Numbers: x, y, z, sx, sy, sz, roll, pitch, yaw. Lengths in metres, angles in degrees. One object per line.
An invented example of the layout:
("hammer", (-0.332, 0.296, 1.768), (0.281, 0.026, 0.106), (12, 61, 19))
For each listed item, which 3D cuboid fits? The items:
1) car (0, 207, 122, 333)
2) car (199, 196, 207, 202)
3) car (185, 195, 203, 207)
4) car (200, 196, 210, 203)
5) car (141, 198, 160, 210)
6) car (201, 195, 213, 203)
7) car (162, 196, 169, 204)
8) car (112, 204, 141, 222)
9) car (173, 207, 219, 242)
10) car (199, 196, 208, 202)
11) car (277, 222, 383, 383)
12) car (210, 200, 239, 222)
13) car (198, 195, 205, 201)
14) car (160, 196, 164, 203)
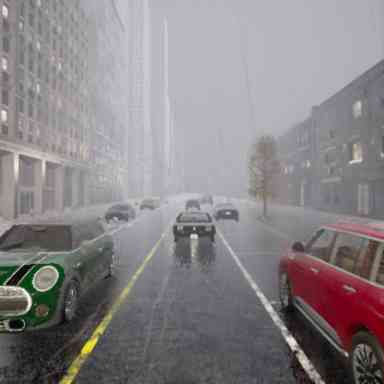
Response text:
("car", (-3.094, 1.366, 7.121), (2.097, 1.767, 4.553), (0, 0, 0))
("car", (2.700, 1.658, 82.328), (1.947, 1.339, 4.313), (1, 0, 0))
("car", (0.099, 1.568, 44.431), (1.837, 1.490, 4.892), (0, 0, 0))
("car", (2.700, 1.632, 71.238), (1.887, 1.381, 4.507), (1, 0, 0))
("car", (-5.680, 1.629, 43.505), (1.947, 1.339, 4.313), (1, 0, 0))
("car", (2.704, 1.395, 60.146), (2.192, 1.841, 5.009), (1, 0, 0))
("car", (-5.678, 1.524, 65.688), (1.967, 1.590, 4.097), (1, 0, 0))
("car", (-5.679, 1.610, 26.867), (1.947, 1.339, 4.313), (1, 0, 0))
("car", (0.101, 1.631, 16.641), (1.895, 1.301, 4.718), (0, 0, 0))
("car", (2.700, 1.655, 76.784), (1.947, 1.339, 4.313), (1, 0, 0))
("car", (2.705, 1.325, 4.687), (2.192, 1.841, 5.009), (1, 0, 0))
("car", (2.701, 1.610, 26.870), (1.947, 1.339, 4.313), (1, 0, 0))
("car", (2.700, 1.621, 92.989), (1.752, 1.417, 4.829), (1, 0, 0))
("car", (-5.680, 1.651, 49.050), (1.802, 1.307, 4.206), (1, 0, 0))
